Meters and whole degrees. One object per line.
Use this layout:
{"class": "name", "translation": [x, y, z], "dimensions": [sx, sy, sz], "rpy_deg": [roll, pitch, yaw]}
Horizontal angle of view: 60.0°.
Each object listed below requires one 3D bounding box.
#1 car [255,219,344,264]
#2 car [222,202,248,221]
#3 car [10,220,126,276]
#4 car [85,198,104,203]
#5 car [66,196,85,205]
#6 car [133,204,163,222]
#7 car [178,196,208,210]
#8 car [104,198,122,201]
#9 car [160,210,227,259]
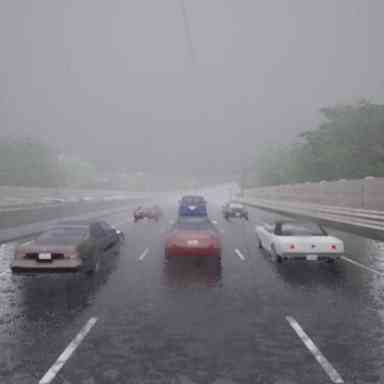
{"class": "car", "translation": [3.540, 1.636, 11.960], "dimensions": [1.895, 1.301, 4.718], "rpy_deg": [0, 0, 1]}
{"class": "car", "translation": [3.616, 1.591, 28.202], "dimensions": [1.812, 1.442, 4.674], "rpy_deg": [0, 0, 1]}
{"class": "car", "translation": [-3.476, 1.579, 10.430], "dimensions": [2.033, 1.411, 5.357], "rpy_deg": [0, 0, 1]}
{"class": "car", "translation": [-16.794, 1.688, 58.859], "dimensions": [1.994, 1.385, 4.181], "rpy_deg": [0, 0, 2]}
{"class": "car", "translation": [-20.317, 1.471, 58.318], "dimensions": [2.097, 1.767, 4.553], "rpy_deg": [0, 0, 2]}
{"class": "car", "translation": [-3.411, 1.662, 26.932], "dimensions": [1.895, 1.301, 4.718], "rpy_deg": [0, 0, 1]}
{"class": "car", "translation": [0.077, 1.284, 26.361], "dimensions": [2.150, 2.045, 5.566], "rpy_deg": [0, 0, 1]}
{"class": "car", "translation": [-13.336, 1.726, 57.967], "dimensions": [1.895, 1.301, 4.718], "rpy_deg": [0, 0, 2]}
{"class": "car", "translation": [0.050, 1.601, 12.760], "dimensions": [1.994, 1.385, 4.181], "rpy_deg": [0, 0, 1]}
